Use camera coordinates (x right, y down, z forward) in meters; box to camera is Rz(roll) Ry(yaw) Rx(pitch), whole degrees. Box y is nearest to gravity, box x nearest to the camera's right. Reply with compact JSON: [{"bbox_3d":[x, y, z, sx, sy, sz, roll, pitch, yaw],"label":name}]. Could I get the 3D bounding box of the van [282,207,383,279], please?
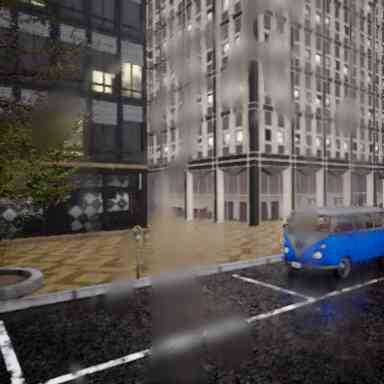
[{"bbox_3d":[4.372,1.336,9.696,3.998,1.788,1.690,0,-1,-36],"label":"van"}]
